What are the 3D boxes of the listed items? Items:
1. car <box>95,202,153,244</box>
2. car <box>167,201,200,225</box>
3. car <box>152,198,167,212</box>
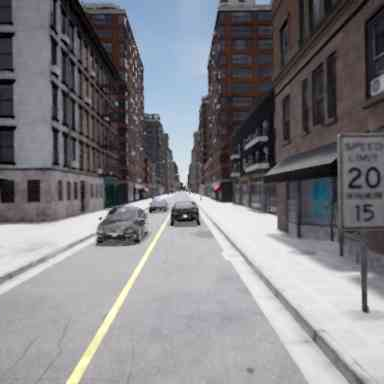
[{"bbox_3d":[-3.153,1.455,15.691,1.837,1.490,4.892,-1,1,-1],"label":"car"},{"bbox_3d":[-0.467,1.339,22.979,1.882,1.535,5.008,-1,0,-1],"label":"car"},{"bbox_3d":[-3.503,1.388,35.911,2.033,1.411,5.357,-1,0,-1],"label":"car"}]
